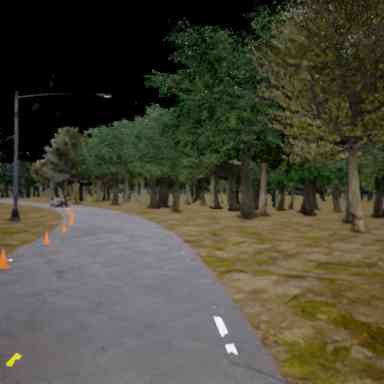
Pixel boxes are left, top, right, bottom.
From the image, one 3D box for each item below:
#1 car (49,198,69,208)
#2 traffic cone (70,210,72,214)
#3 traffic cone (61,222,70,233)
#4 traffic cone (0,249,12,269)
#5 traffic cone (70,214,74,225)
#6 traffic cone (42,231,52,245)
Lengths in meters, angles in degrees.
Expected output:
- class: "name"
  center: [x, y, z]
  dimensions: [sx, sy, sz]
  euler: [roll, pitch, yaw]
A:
- class: "car"
  center: [-20.463, 1.700, 51.141]
  dimensions: [2.033, 1.411, 5.357]
  euler: [1, 0, -35]
- class: "traffic cone"
  center: [-10.379, 2.122, 28.965]
  dimensions: [0.340, 0.580, 0.340]
  euler: [0, 0, -20]
- class: "traffic cone"
  center: [-7.560, 2.088, 19.670]
  dimensions: [0.340, 0.580, 0.340]
  euler: [0, 0, -14]
- class: "traffic cone"
  center: [-5.723, 2.026, 10.131]
  dimensions: [0.340, 0.580, 0.340]
  euler: [0, 0, -8]
- class: "traffic cone"
  center: [-8.849, 2.108, 24.354]
  dimensions: [0.340, 0.580, 0.340]
  euler: [0, 0, -17]
- class: "traffic cone"
  center: [-6.518, 2.060, 14.924]
  dimensions: [0.340, 0.580, 0.340]
  euler: [0, 0, -11]
